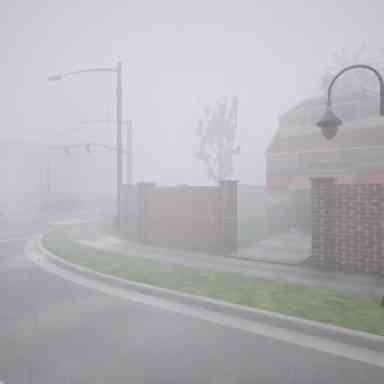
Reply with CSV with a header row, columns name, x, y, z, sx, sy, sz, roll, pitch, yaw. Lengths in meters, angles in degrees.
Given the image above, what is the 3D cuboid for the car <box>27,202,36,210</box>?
name,x,y,z,sx,sy,sz,roll,pitch,yaw
car,-17.719,1.401,40.828,1.812,1.442,4.674,0,1,37

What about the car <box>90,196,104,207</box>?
name,x,y,z,sx,sy,sz,roll,pitch,yaw
car,-12.320,1.272,47.976,1.837,1.490,4.892,0,1,37

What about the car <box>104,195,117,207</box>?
name,x,y,z,sx,sy,sz,roll,pitch,yaw
car,-9.411,1.289,46.027,1.812,1.442,4.674,0,1,37

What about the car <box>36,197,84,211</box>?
name,x,y,z,sx,sy,sz,roll,pitch,yaw
car,-14.988,1.377,38.641,1.837,1.490,4.892,0,1,36

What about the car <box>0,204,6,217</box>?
name,x,y,z,sx,sy,sz,roll,pitch,yaw
car,-16.768,1.188,24.328,2.150,2.045,5.566,0,0,37
